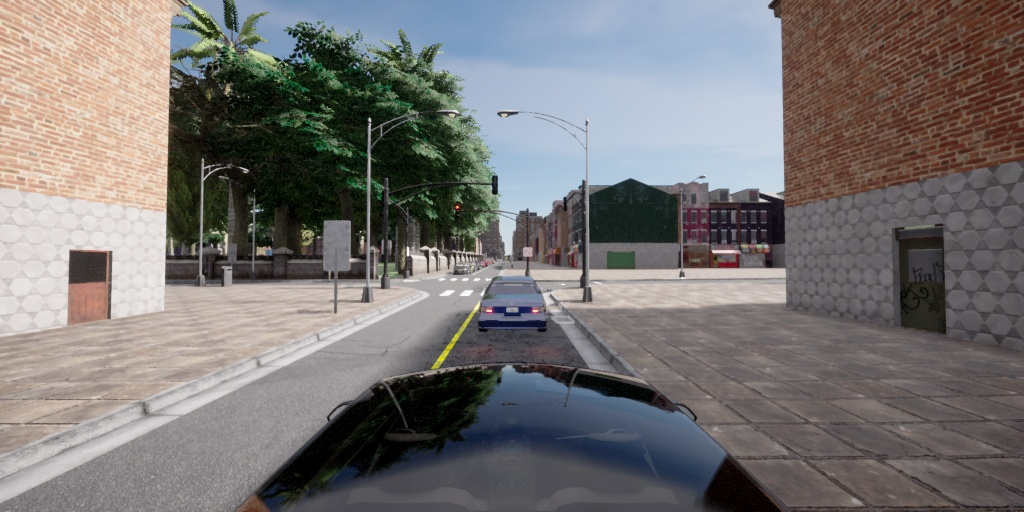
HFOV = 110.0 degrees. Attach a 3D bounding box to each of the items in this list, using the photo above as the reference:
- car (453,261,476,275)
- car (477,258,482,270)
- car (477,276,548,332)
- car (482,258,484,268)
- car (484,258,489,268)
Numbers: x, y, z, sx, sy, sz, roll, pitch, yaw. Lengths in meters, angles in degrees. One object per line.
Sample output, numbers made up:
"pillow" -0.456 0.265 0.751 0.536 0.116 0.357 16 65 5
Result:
"car" -5.497 1.333 39.996 2.007 1.370 4.403 0 0 0
"car" -5.522 1.344 47.131 2.007 1.370 4.403 0 0 0
"car" 0.028 1.301 10.850 2.033 1.411 5.357 0 0 0
"car" -5.561 1.371 52.581 1.948 1.339 4.313 0 0 0
"car" -5.640 1.416 63.481 1.802 1.307 4.207 0 0 0
